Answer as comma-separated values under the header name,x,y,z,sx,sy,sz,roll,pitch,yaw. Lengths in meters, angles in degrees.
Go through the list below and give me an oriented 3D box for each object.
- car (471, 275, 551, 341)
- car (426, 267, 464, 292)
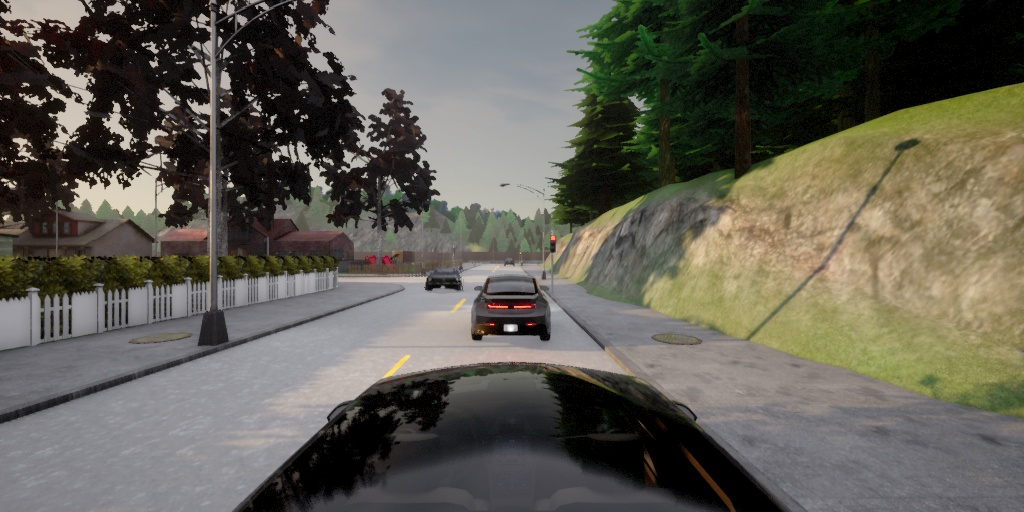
name,x,y,z,sx,sy,sz,roll,pitch,yaw
car,-0.017,1.255,9.914,1.837,1.490,4.892,0,0,0
car,-3.880,1.351,21.348,1.895,1.301,4.718,0,0,-6
